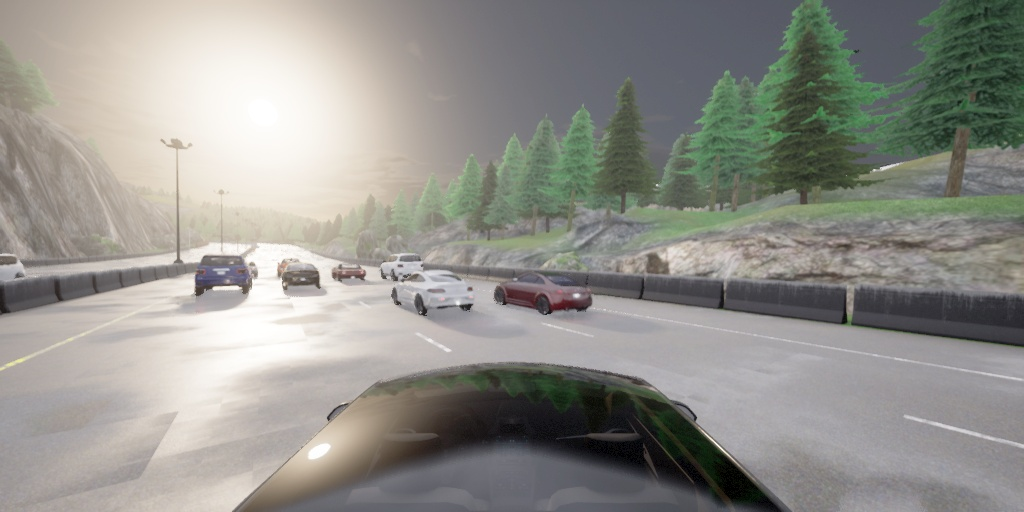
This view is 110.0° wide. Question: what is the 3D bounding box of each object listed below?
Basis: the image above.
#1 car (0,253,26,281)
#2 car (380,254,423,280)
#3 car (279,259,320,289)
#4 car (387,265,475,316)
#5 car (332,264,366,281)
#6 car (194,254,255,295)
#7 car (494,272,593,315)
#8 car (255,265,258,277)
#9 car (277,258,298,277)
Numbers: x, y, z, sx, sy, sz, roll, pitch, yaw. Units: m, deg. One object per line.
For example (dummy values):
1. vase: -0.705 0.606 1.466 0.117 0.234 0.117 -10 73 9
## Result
1. car: -27.413 0.880 18.052 2.150 2.045 5.566 0 0 -34
2. car: -8.713 0.884 28.211 2.150 2.045 5.566 0 0 -34
3. car: -13.162 1.151 22.266 1.882 1.535 5.008 0 0 -34
4. car: -3.017 1.240 13.363 1.812 1.442 4.674 0 0 -34
5. car: -12.995 1.259 28.325 1.895 1.301 4.718 0 0 -34
6. car: -15.629 0.899 19.637 2.150 2.045 5.566 0 0 -34
7. car: 1.040 1.285 13.586 1.994 1.385 4.181 0 0 -34
8. car: -24.535 1.226 33.012 1.895 1.301 4.718 0 0 -34
9. car: -21.316 0.981 34.493 2.097 1.767 4.553 0 0 -34
